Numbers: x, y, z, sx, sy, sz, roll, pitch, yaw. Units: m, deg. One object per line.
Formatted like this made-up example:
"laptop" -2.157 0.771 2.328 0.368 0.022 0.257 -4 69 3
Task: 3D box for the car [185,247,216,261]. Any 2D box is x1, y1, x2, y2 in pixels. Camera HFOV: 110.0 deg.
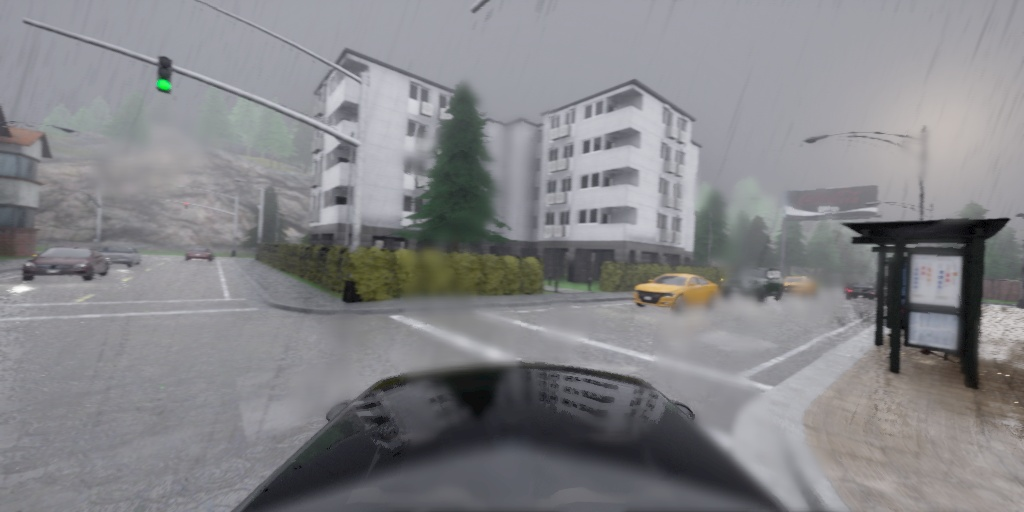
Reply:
"car" -30.855 -0.231 35.540 1.994 1.385 4.181 3 0 -36

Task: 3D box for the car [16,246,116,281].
"car" -19.882 0.271 16.202 1.812 1.442 4.674 3 0 -40

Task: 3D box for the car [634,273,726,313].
"car" 7.378 1.527 15.960 5.008 1.535 1.882 3 0 -40

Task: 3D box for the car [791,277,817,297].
"car" 22.747 2.398 28.674 5.008 1.535 1.882 3 0 -39

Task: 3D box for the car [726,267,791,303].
"car" 15.045 1.705 22.306 5.566 2.045 2.150 3 0 -39

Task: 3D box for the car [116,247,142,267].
"car" -26.197 0.025 23.803 1.895 1.301 4.718 3 0 -40

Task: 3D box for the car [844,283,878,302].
"car" 27.471 2.776 27.857 4.718 1.301 1.895 3 0 -40
